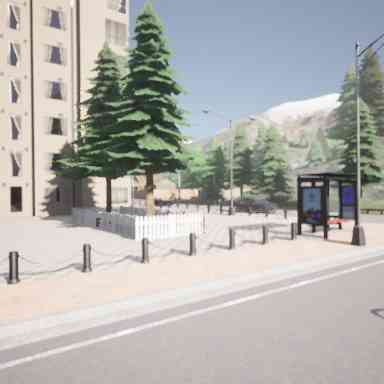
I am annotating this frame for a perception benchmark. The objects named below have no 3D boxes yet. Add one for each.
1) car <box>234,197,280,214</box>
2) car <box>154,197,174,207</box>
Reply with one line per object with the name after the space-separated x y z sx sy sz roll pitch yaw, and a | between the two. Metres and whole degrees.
6.014 1.254 31.424 1.837 1.490 4.892 -1 1 -35 | car
-4.490 1.392 46.561 1.895 1.301 4.718 -1 0 -35 | car
